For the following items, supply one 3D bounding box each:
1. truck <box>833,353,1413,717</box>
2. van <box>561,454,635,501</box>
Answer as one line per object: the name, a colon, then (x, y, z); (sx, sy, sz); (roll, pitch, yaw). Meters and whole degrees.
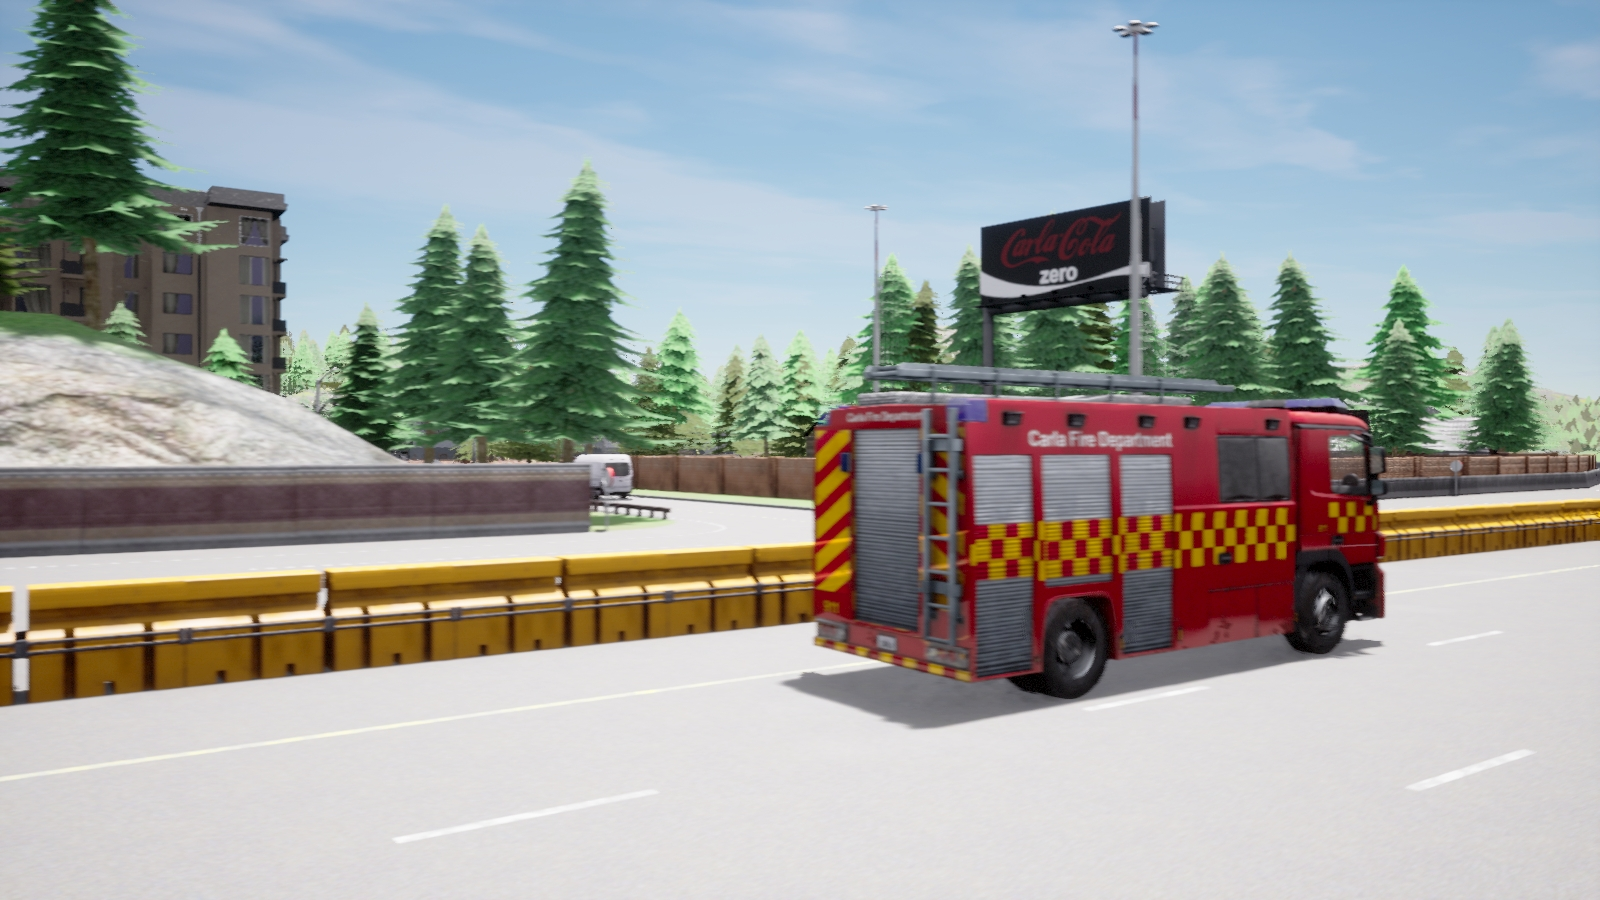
truck: (4.725, 0.899, 15.603); (8.468, 3.827, 2.891); (0, 0, -35)
van: (-11.762, 1.532, 66.099); (1.988, 2.561, 5.915); (0, 0, -34)
